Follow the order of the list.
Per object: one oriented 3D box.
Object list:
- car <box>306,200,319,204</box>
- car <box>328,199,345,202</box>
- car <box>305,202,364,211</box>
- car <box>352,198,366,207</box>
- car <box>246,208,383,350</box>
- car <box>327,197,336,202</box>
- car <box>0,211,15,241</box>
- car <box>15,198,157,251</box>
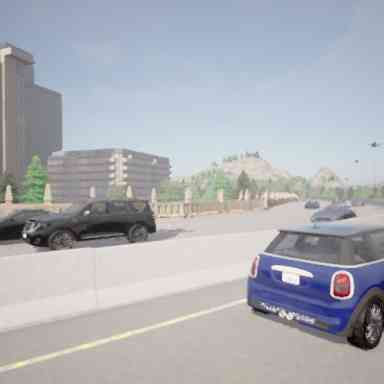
[{"bbox_3d":[17.671,1.840,48.619,1.994,1.385,4.181,0,-1,24],"label":"car"},{"bbox_3d":[20.506,1.732,46.394,2.128,1.511,4.902,0,0,25],"label":"car"},{"bbox_3d":[10.052,1.650,23.297,2.033,1.411,5.357,0,0,40],"label":"car"},{"bbox_3d":[29.305,1.815,58.632,1.812,1.442,4.674,-1,0,21],"label":"car"},{"bbox_3d":[3.190,1.376,6.559,4.553,1.767,2.097,0,0,-39],"label":"car"},{"bbox_3d":[35.843,1.976,85.382,1.895,1.301,4.718,-1,0,21],"label":"car"},{"bbox_3d":[-7.940,1.560,15.739,5.008,1.535,1.882,0,0,-39],"label":"car"},{"bbox_3d":[-4.135,1.294,14.256,5.566,2.045,2.150,0,0,-39],"label":"car"}]
